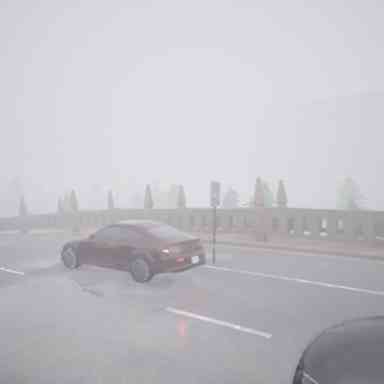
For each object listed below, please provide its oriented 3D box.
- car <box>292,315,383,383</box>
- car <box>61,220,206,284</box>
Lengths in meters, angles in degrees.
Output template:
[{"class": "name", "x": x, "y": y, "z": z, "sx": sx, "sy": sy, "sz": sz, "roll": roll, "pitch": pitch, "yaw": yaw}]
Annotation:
[{"class": "car", "x": 3.056, "y": 1.506, "z": 1.812, "sx": 4.902, "sy": 1.511, "sz": 2.128, "roll": 1, "pitch": 0, "yaw": 35}, {"class": "car", "x": -1.799, "y": 1.540, "z": 9.570, "sx": 4.674, "sy": 1.442, "sz": 1.812, "roll": -1, "pitch": -1, "yaw": 35}]
